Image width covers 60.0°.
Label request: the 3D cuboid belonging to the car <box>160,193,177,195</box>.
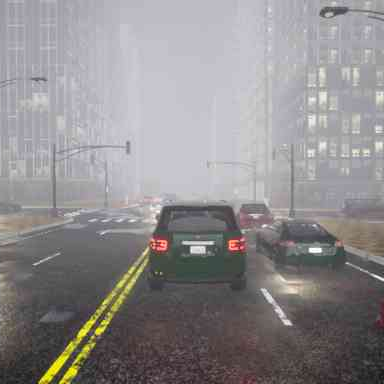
[{"bbox_3d":[-3.257,1.185,51.726,2.150,2.045,5.566,0,0,-1],"label":"car"}]

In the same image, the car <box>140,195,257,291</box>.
[{"bbox_3d":[0.120,1.218,9.170,2.150,2.045,5.566,0,0,0],"label":"car"}]

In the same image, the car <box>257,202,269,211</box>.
[{"bbox_3d":[3.390,1.342,19.711,2.097,1.767,4.553,0,0,0],"label":"car"}]

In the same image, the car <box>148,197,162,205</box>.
[{"bbox_3d":[-6.452,1.556,58.933,1.895,1.301,4.718,0,0,0],"label":"car"}]

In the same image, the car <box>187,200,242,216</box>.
[{"bbox_3d":[2.307,1.572,34.083,5.357,1.411,2.033,0,1,-29],"label":"car"}]

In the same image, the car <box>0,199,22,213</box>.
[{"bbox_3d":[-19.572,1.405,33.638,4.181,1.385,1.994,1,1,1],"label":"car"}]

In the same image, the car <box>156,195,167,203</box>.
[{"bbox_3d":[-6.359,1.420,69.187,1.882,1.535,5.008,0,0,0],"label":"car"}]

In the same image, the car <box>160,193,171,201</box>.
[{"bbox_3d":[-6.337,1.153,79.757,2.150,2.045,5.566,0,0,0],"label":"car"}]

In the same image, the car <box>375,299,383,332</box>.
[{"bbox_3d":[3.355,1.600,2.272,1.895,1.301,4.718,0,0,0],"label":"car"}]

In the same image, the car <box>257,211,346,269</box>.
[{"bbox_3d":[3.373,1.559,11.097,1.994,1.385,4.181,0,0,0],"label":"car"}]

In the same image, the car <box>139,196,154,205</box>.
[{"bbox_3d":[-6.521,1.318,49.943,2.097,1.767,4.553,0,0,1],"label":"car"}]

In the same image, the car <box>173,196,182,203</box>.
[{"bbox_3d":[-3.105,1.535,71.590,1.895,1.301,4.718,0,0,0],"label":"car"}]

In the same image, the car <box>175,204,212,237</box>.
[{"bbox_3d":[0.135,1.516,18.852,1.812,1.442,4.674,0,0,2],"label":"car"}]

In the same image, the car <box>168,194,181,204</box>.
[{"bbox_3d":[-3.188,1.304,61.537,2.097,1.767,4.553,0,0,0],"label":"car"}]

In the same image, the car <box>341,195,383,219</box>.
[{"bbox_3d":[16.263,1.519,30.386,5.009,1.841,2.192,1,0,1],"label":"car"}]

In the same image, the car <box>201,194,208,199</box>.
[{"bbox_3d":[3.438,1.219,91.619,1.882,1.535,5.008,0,0,0],"label":"car"}]
